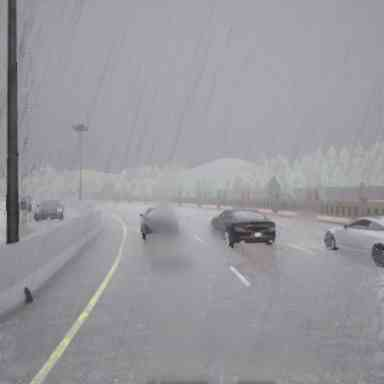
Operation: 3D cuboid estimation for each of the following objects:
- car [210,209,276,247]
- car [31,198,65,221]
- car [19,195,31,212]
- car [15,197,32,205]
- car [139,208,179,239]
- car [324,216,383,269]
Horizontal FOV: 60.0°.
[{"bbox_3d":[2.159,1.495,15.254,1.882,1.535,5.008,0,0,-9],"label":"car"},{"bbox_3d":[-11.875,1.449,28.058,2.097,1.767,4.553,0,0,-19],"label":"car"},{"bbox_3d":[-21.285,1.380,41.417,2.150,2.045,5.566,0,0,-28],"label":"car"},{"bbox_3d":[-32.011,1.698,63.119,1.812,1.442,4.674,0,0,-39],"label":"car"},{"bbox_3d":[-1.782,1.564,17.668,1.812,1.442,4.674,0,0,-10],"label":"car"},{"bbox_3d":[6.261,1.519,11.101,1.812,1.442,4.674,0,0,-6],"label":"car"}]
